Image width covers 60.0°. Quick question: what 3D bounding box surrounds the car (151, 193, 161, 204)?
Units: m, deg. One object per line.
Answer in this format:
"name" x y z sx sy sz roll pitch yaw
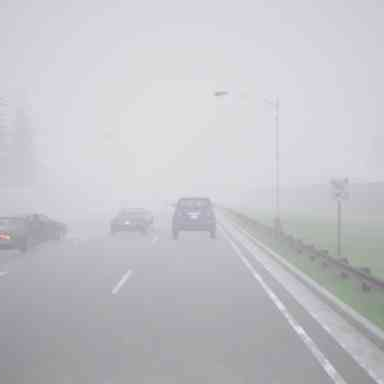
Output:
"car" -7.007 1.289 64.635 2.150 2.045 5.566 0 0 0

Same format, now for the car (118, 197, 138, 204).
"car" -10.506 1.598 53.346 2.033 1.411 5.357 0 0 0

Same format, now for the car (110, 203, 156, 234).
"car" -3.401 1.582 19.462 1.994 1.385 4.181 0 0 0

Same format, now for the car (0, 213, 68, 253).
"car" -6.901 1.560 13.656 2.033 1.411 5.357 0 0 0

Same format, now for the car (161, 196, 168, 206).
"car" -3.506 1.614 53.764 1.994 1.385 4.181 0 0 0

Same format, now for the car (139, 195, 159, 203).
"car" -7.006 1.652 54.627 1.895 1.301 4.718 0 0 0

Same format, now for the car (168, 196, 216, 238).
"car" 0.099 1.238 18.077 2.150 2.045 5.566 0 0 0

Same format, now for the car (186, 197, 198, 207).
"car" -0.006 1.556 54.181 1.837 1.490 4.892 0 0 0
